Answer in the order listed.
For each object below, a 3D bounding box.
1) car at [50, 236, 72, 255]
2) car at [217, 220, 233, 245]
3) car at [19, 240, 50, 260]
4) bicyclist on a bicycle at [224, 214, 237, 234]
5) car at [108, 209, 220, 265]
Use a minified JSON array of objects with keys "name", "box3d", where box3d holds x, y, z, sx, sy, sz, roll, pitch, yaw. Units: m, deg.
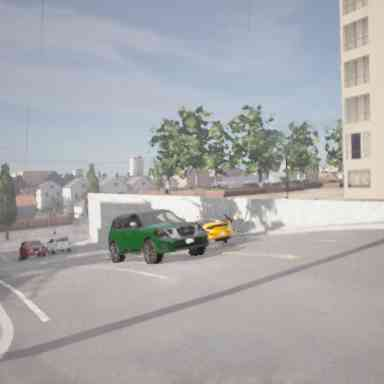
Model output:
[{"name":"car","box3d":[-17.104,6.775,42.554,2.150,2.045,5.566,-4,-5,-35]},{"name":"car","box3d":[0.035,2.222,17.873,1.882,1.535,5.008,-3,-8,-36]},{"name":"car","box3d":[-18.068,6.484,37.588,2.150,2.045,5.566,-4,-7,-34]},{"name":"bicyclist on a bicycle","box3d":[2.874,2.552,26.326,1.656,1.620,0.582,-4,-6,-34]},{"name":"car","box3d":[-1.653,1.746,13.572,2.150,2.045,5.566,-4,-7,-35]}]
